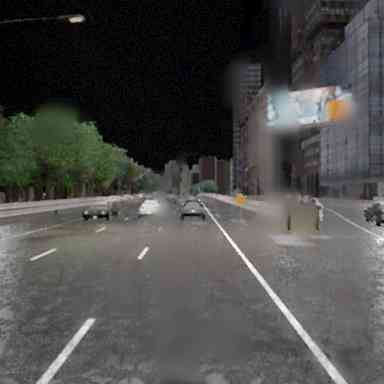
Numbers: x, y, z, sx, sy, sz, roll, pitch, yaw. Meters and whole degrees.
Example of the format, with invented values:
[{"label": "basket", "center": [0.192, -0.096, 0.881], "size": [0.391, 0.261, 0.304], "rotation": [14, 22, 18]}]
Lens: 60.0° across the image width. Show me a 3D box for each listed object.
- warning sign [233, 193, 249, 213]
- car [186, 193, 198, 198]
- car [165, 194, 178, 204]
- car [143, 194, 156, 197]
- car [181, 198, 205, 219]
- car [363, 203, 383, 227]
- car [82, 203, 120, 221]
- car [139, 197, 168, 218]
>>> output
[{"label": "warning sign", "center": [4.526, 0.991, 30.919], "size": [1.300, 1.860, 1.060], "rotation": [-1, 0, 0]}, {"label": "car", "center": [-0.013, 1.312, 55.485], "size": [1.994, 1.385, 4.181], "rotation": [0, 0, 0]}, {"label": "car", "center": [-3.513, 1.099, 55.628], "size": [2.097, 1.767, 4.553], "rotation": [0, 0, 0]}, {"label": "car", "center": [-7.020, 1.102, 54.845], "size": [2.097, 1.767, 4.553], "rotation": [0, 0, 0]}, {"label": "car", "center": [0.089, 1.453, 28.172], "size": [1.994, 1.385, 4.181], "rotation": [0, 0, 0]}, {"label": "car", "center": [12.413, 1.396, 21.311], "size": [2.033, 1.411, 5.357], "rotation": [0, 0, 17]}, {"label": "car", "center": [-6.918, 1.501, 25.919], "size": [1.895, 1.301, 4.718], "rotation": [0, 0, 0]}, {"label": "car", "center": [-3.414, 1.412, 28.661], "size": [1.812, 1.442, 4.674], "rotation": [0, 0, 0]}]
